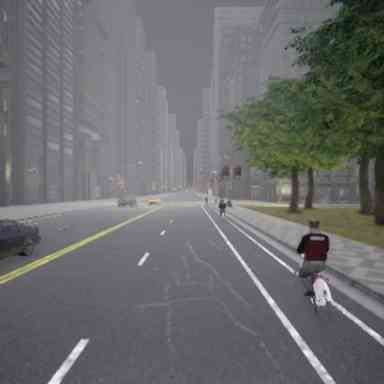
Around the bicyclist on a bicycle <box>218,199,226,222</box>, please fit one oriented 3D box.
[{"bbox_3d":[2.263,1.399,24.867,0.659,1.776,1.843,0,0,0],"label":"bicyclist on a bicycle"}]

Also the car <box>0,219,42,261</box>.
[{"bbox_3d":[-6.601,1.556,10.317,2.033,1.411,5.357,0,0,0],"label":"car"}]

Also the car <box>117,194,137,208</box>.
[{"bbox_3d":[-9.808,1.321,50.850,2.150,2.045,5.566,0,-1,0],"label":"car"}]

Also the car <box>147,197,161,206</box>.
[{"bbox_3d":[-6.500,1.599,57.454,1.882,1.535,5.008,0,0,0],"label":"car"}]

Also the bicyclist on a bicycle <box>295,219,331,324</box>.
[{"bbox_3d":[2.238,1.376,6.311,0.659,1.776,1.843,0,0,0],"label":"bicyclist on a bicycle"}]

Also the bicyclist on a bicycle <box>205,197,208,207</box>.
[{"bbox_3d":[2.262,1.551,51.226,0.582,1.620,1.656,0,-1,0],"label":"bicyclist on a bicycle"}]
